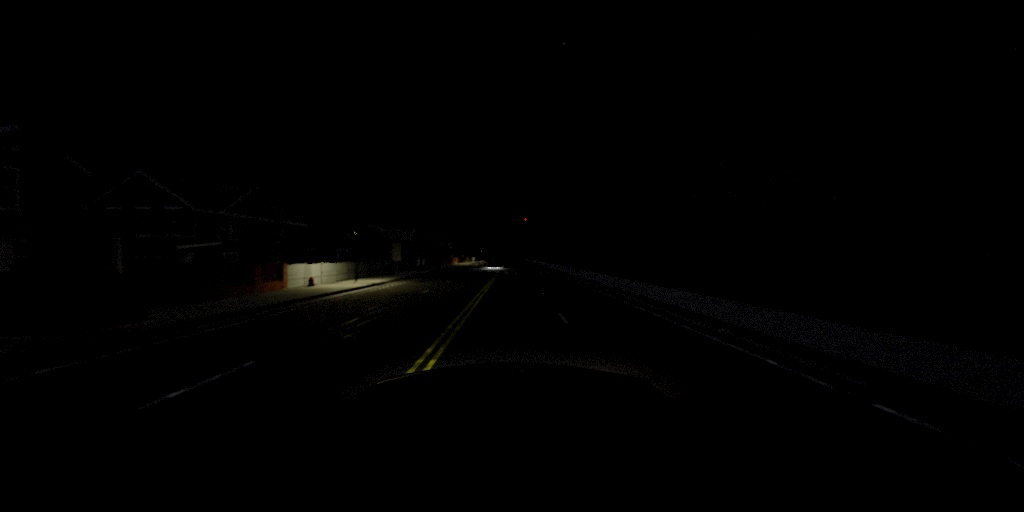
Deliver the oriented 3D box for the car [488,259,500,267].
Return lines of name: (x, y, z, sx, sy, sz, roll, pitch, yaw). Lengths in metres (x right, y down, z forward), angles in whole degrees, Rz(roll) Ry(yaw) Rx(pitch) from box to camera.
car: (-3.229, 1.233, 63.659, 2.128, 1.511, 4.902, 0, 1, 0)
